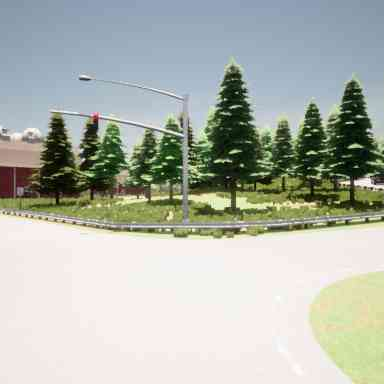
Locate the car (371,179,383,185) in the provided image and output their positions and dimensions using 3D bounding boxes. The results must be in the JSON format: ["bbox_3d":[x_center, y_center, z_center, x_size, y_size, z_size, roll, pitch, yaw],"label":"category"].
[{"bbox_3d":[29.010,-1.912,51.528,1.837,1.490,4.892,0,5,21],"label":"car"}]
